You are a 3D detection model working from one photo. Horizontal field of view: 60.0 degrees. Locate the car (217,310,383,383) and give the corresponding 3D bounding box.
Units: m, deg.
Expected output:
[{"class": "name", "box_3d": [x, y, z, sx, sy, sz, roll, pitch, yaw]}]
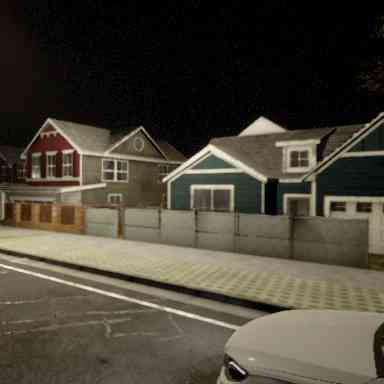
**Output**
[{"class": "car", "box_3d": [2.401, 1.527, 2.280, 4.674, 1.442, 1.812, 0, 0, 35]}]
